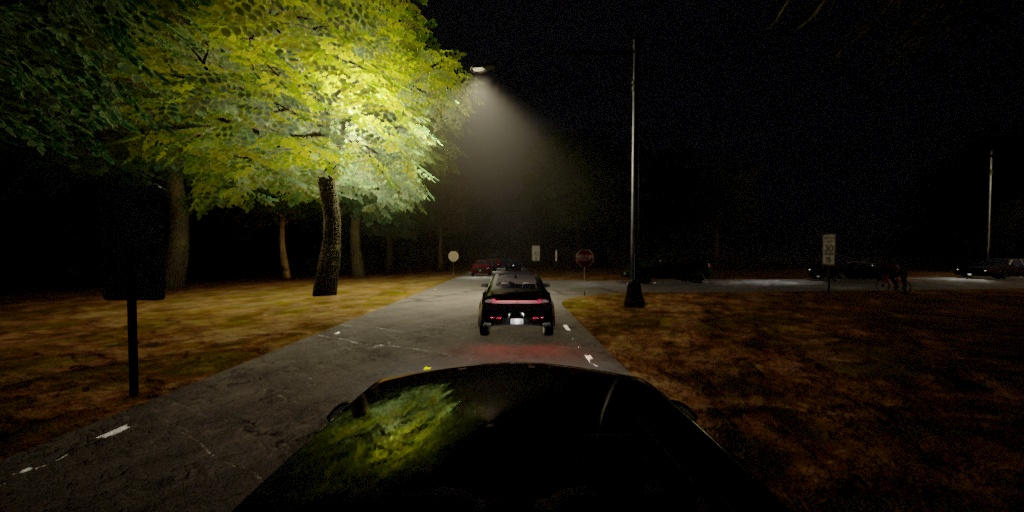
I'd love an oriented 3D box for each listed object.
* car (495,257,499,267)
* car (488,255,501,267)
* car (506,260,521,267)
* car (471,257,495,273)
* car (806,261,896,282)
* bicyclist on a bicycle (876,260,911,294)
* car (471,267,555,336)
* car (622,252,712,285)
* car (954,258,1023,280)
[{"bbox_3d":[-3.022,1.149,46.710,1.812,1.442,4.674,0,0,0],"label":"car"},{"bbox_3d":[-2.955,0.787,57.126,2.150,2.045,5.566,0,0,1],"label":"car"},{"bbox_3d":[0.175,1.179,48.368,1.994,1.385,4.181,0,0,0],"label":"car"},{"bbox_3d":[-3.028,1.138,36.706,1.882,1.535,5.008,0,0,0],"label":"car"},{"bbox_3d":[22.621,1.012,23.959,4.718,1.301,1.895,-1,1,-1],"label":"car"},{"bbox_3d":[18.570,1.030,17.492,0.582,1.620,1.656,-1,0,0],"label":"bicyclist on a bicycle"},{"bbox_3d":[0.113,1.230,10.360,2.128,1.511,4.902,0,0,0],"label":"car"},{"bbox_3d":[10.364,0.788,24.125,5.566,2.045,2.150,-1,1,1],"label":"car"},{"bbox_3d":[33.628,0.842,24.465,5.357,1.411,2.033,0,1,-4],"label":"car"}]
